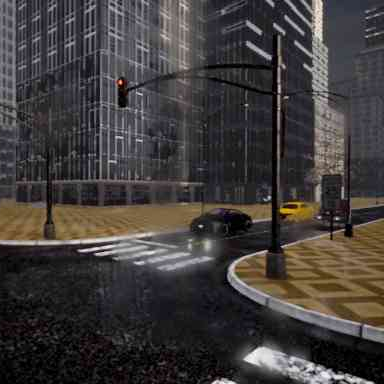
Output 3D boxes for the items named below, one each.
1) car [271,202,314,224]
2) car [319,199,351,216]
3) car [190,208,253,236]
[{"bbox_3d":[8.084,1.585,26.496,1.882,1.535,5.008,0,0,40],"label":"car"},{"bbox_3d":[14.801,1.499,34.384,2.097,1.767,4.553,0,0,41],"label":"car"},{"bbox_3d":[1.760,1.634,19.067,1.994,1.385,4.181,0,0,40],"label":"car"}]
